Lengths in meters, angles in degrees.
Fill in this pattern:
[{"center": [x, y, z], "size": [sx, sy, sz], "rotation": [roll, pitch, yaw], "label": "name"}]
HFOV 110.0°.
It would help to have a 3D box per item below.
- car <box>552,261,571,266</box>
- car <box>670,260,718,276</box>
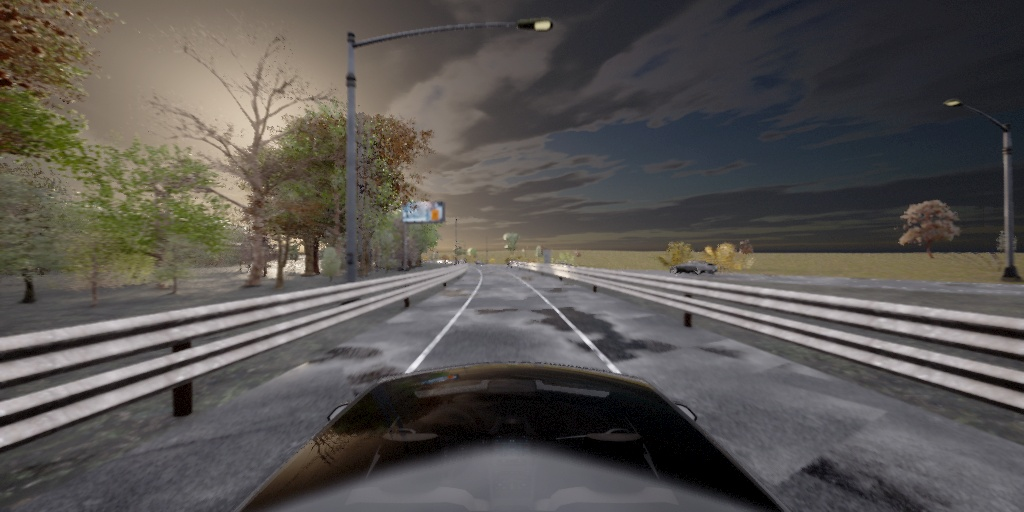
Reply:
[{"center": [8.244, 1.600, 62.131], "size": [1.895, 1.301, 4.718], "rotation": [-1, 0, -21], "label": "car"}, {"center": [18.081, 1.194, 35.886], "size": [2.128, 1.511, 4.902], "rotation": [-1, 0, -21], "label": "car"}]
